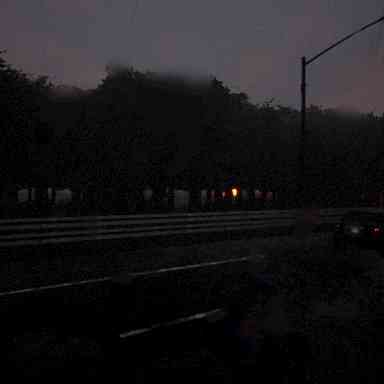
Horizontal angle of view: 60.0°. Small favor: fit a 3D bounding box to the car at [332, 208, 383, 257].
[{"bbox_3d":[7.809,1.483,13.512,4.553,1.767,2.097,1,0,-34],"label":"car"}]
